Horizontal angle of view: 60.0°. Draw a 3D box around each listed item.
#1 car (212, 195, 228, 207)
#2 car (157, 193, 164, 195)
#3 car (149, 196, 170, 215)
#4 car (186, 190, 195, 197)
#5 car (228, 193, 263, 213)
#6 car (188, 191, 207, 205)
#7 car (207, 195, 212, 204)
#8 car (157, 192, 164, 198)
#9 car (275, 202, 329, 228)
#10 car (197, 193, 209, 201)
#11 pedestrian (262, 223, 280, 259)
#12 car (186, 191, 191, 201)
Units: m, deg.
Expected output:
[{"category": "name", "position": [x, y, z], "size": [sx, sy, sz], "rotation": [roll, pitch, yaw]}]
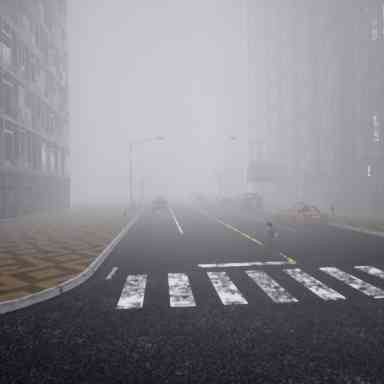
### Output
[{"category": "car", "position": [4.275, 1.107, 43.176], "size": [1.887, 1.381, 4.507], "rotation": [0, 1, -5]}, {"category": "car", "position": [-4.591, 1.237, 47.972], "size": [1.802, 1.307, 4.206], "rotation": [0, 1, -5]}, {"category": "car", "position": [-3.008, 1.366, 31.119], "size": [1.947, 1.339, 4.313], "rotation": [0, 1, -5]}, {"category": "car", "position": [-0.474, 0.428, 93.722], "size": [2.192, 1.841, 5.009], "rotation": [0, 1, -5]}, {"category": "car", "position": [5.328, 0.974, 31.941], "size": [2.192, 1.841, 5.009], "rotation": [0, 1, -5]}, {"category": "car", "position": [1.081, 1.041, 49.407], "size": [2.128, 1.511, 4.902], "rotation": [-1, 1, -5]}, {"category": "car", "position": [3.748, 1.095, 48.792], "size": [1.802, 1.307, 4.206], "rotation": [0, 1, -5]}, {"category": "car", "position": [-8.285, 0.746, 87.297], "size": [1.967, 1.590, 4.097], "rotation": [0, 1, -5]}, {"category": "car", "position": [6.409, 1.285, 20.043], "size": [1.752, 1.417, 4.829], "rotation": [0, 1, -5]}, {"category": "car", "position": [2.165, 0.909, 65.642], "size": [1.887, 1.381, 4.507], "rotation": [0, 1, -5]}, {"category": "pedestrian", "position": [2.540, 1.489, 10.567], "size": [0.375, 1.300, 0.375], "rotation": [0, 0, -5]}, {"category": "car", "position": [0.101, 0.984, 59.808], "size": [1.812, 1.442, 4.674], "rotation": [-1, 1, -5]}]
